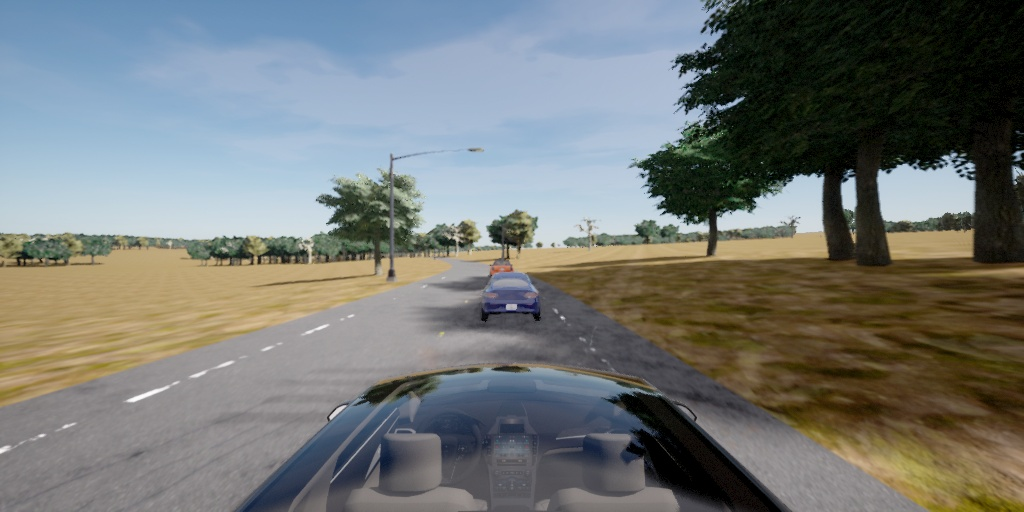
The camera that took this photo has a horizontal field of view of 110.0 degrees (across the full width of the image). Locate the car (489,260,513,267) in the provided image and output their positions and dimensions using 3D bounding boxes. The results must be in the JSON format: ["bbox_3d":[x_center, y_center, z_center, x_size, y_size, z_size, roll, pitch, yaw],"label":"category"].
[{"bbox_3d":[-0.964,1.130,32.533,2.097,1.767,4.553,0,0,-4],"label":"car"}]

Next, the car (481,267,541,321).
[{"bbox_3d":[-0.066,1.276,12.424,1.812,1.442,4.674,0,0,-1],"label":"car"}]
